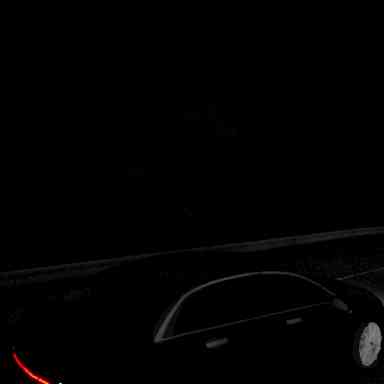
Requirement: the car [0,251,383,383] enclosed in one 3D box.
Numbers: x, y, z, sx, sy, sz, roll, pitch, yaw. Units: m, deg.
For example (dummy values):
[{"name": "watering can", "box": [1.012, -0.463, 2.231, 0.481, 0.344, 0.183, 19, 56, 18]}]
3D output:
[{"name": "car", "box": [0.479, 1.501, 3.999, 4.892, 1.490, 1.837, 1, -1, -35]}]
